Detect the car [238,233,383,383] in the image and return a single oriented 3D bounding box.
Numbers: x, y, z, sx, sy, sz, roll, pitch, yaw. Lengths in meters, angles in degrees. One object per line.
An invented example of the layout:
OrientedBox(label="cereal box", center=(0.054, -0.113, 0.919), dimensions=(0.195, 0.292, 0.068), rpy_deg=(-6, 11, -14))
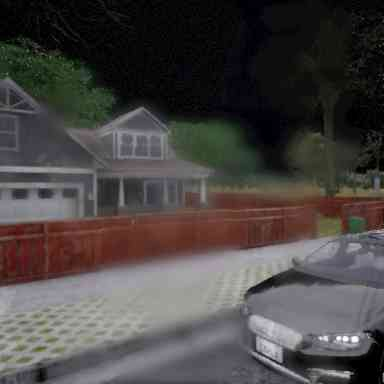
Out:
OrientedBox(label="car", center=(2.843, 1.449, 5.091), dimensions=(4.902, 1.511, 2.128), rpy_deg=(-1, 0, -35))

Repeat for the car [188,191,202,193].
OrientedBox(label="car", center=(0.380, 0.664, 49.228), dimensions=(1.882, 1.535, 5.008), rpy_deg=(-1, 1, -36))

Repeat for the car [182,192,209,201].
OrientedBox(label="car", center=(0.513, 0.694, 53.935), dimensions=(1.895, 1.301, 4.718), rpy_deg=(-1, 1, -36))
